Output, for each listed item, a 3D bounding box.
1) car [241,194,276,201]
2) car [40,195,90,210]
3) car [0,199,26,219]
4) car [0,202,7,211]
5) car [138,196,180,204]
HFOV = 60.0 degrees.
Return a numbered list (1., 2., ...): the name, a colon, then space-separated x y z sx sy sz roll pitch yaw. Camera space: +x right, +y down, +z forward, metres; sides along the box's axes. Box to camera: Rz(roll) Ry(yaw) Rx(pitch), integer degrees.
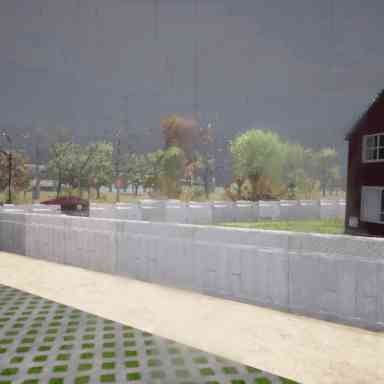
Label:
1. car: 8.531 1.020 42.468 4.674 1.442 1.812 0 2 -18
2. car: -13.417 1.123 35.145 5.008 1.535 1.882 0 2 -18
3. car: -16.352 1.415 27.106 4.892 1.490 1.837 0 2 -18
4. car: -16.135 1.516 23.757 4.902 1.511 2.128 0 2 -18
5. car: -3.893 1.174 38.333 4.718 1.301 1.895 0 2 -19
